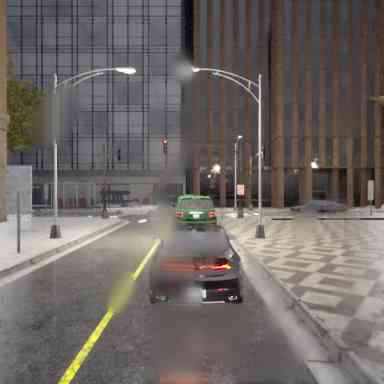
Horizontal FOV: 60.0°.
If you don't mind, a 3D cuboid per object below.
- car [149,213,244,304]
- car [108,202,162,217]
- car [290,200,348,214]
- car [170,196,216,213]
[{"bbox_3d":[0.082,1.504,8.143,1.837,1.490,4.892,0,0,0],"label":"car"},{"bbox_3d":[-5.077,1.602,30.319,4.718,1.301,1.895,0,0,0],"label":"car"},{"bbox_3d":[12.734,1.486,33.515,5.357,1.411,2.033,0,0,0],"label":"car"},{"bbox_3d":[0.040,1.218,18.134,2.150,2.045,5.566,0,0,-3],"label":"car"}]
